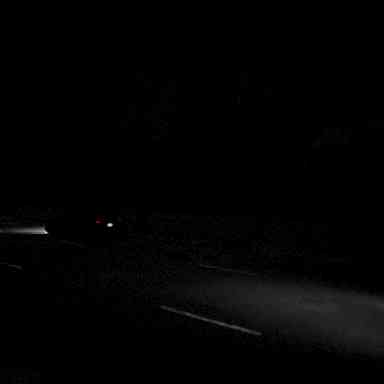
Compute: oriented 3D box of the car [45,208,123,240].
[{"bbox_3d":[-5.403,1.465,16.487,4.181,1.385,1.994,1,0,36],"label":"car"}]
